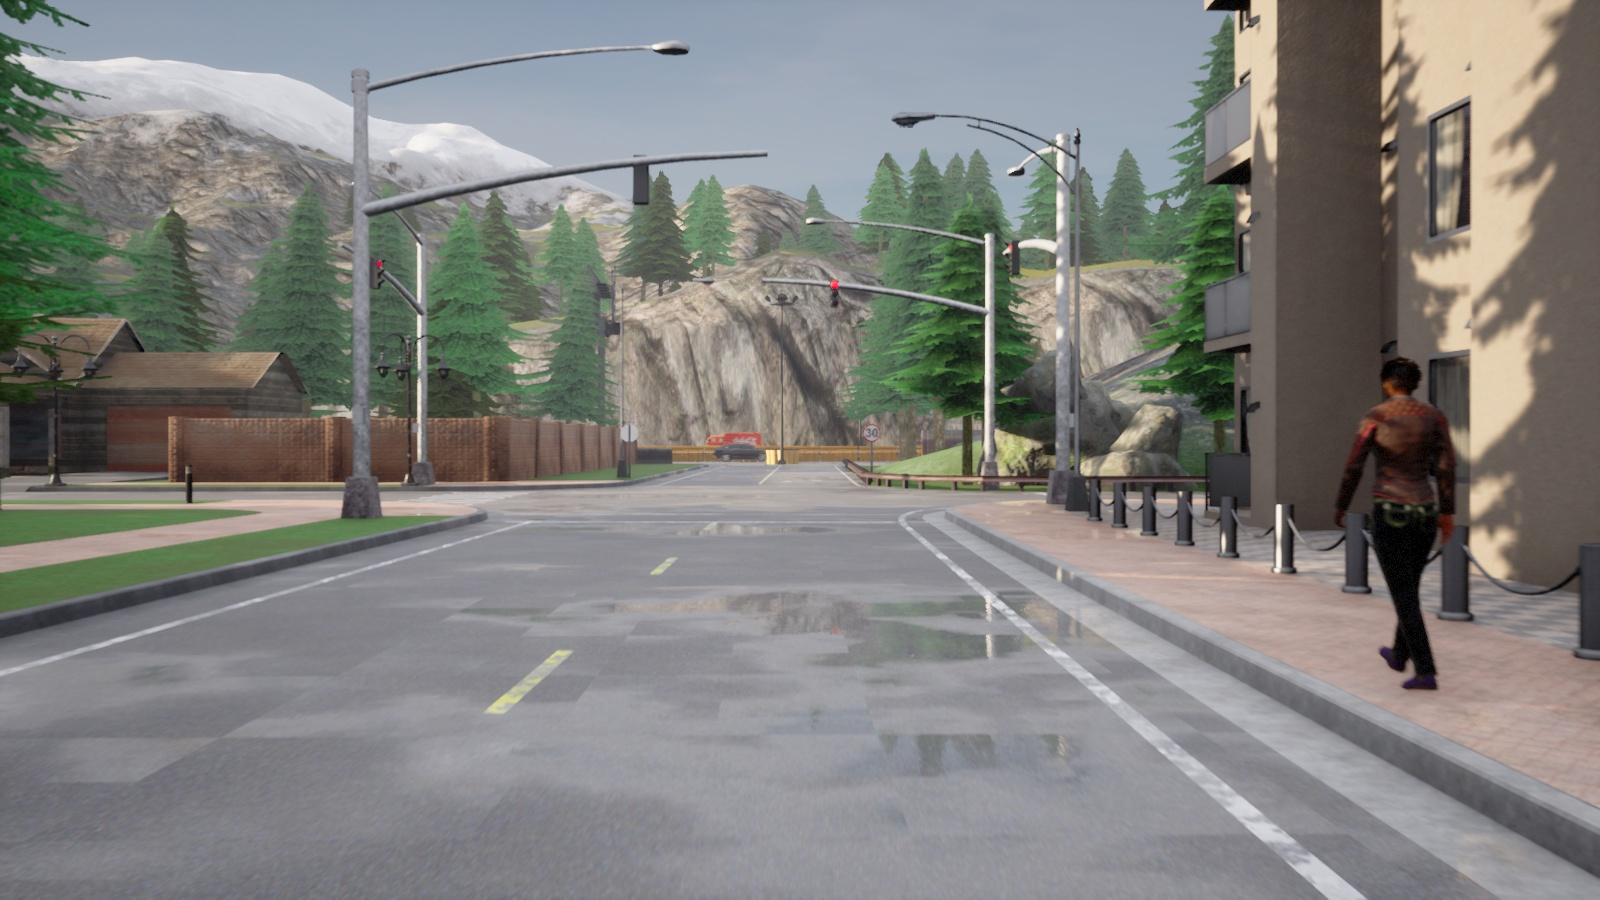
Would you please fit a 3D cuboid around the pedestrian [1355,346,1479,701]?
[{"bbox_3d":[3.332,0.371,6.832,0.328,1.805,0.869,0,0,7],"label":"pedestrian"}]
